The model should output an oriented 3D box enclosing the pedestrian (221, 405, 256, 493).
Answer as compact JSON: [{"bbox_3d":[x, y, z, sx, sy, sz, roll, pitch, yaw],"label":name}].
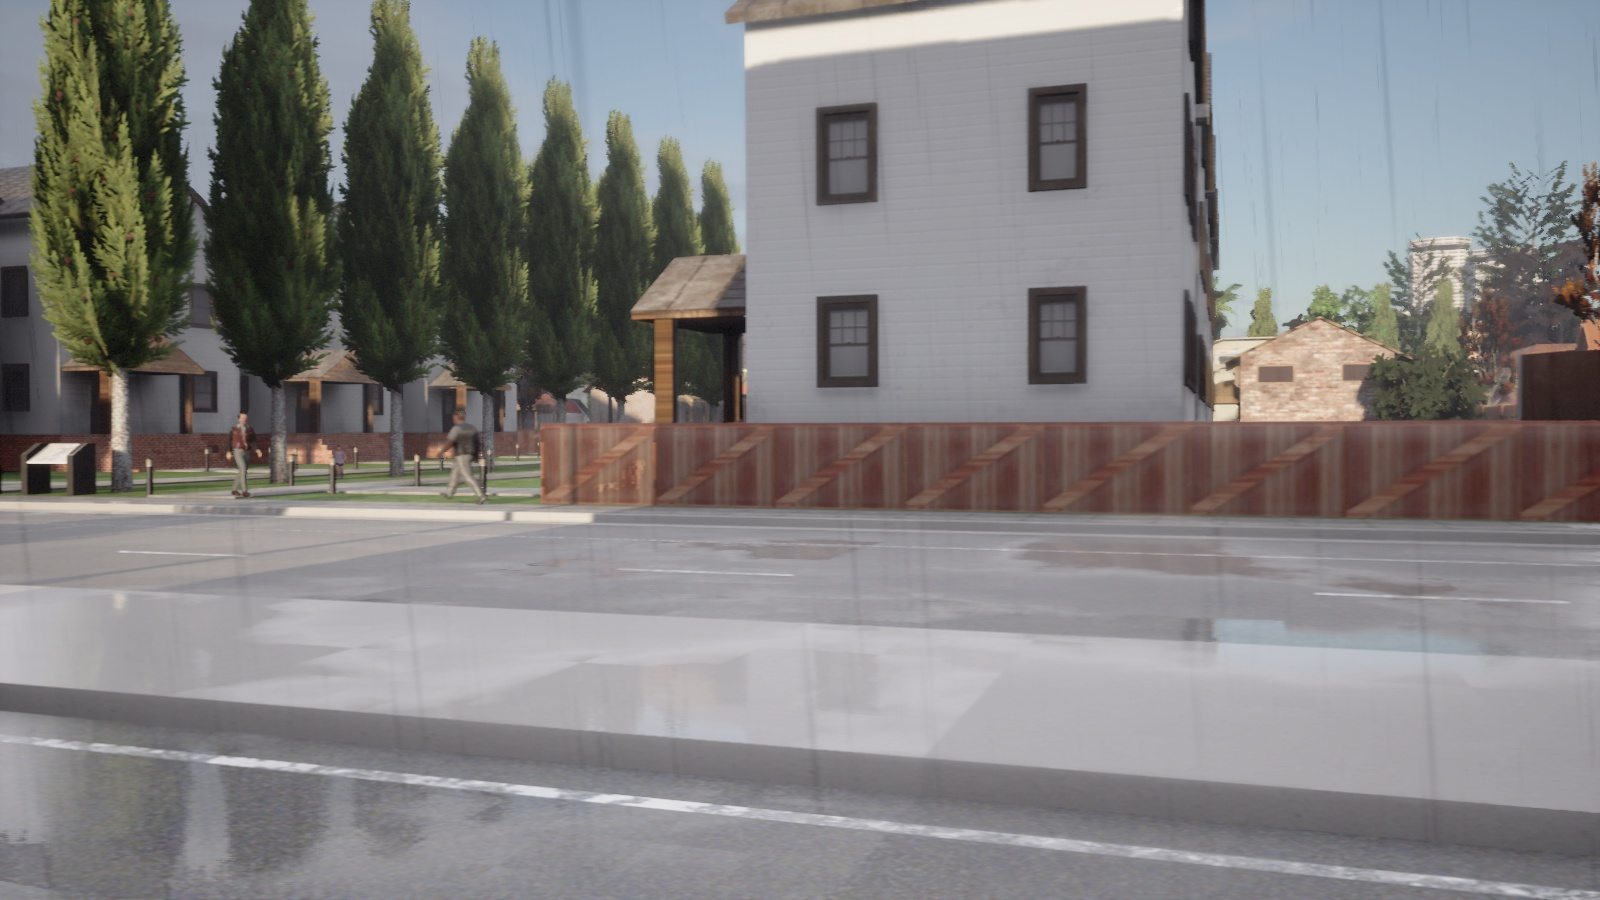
[{"bbox_3d":[-11.963,-0.028,26.751,0.720,1.854,0.376,1,1,39],"label":"pedestrian"}]

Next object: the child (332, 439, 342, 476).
[{"bbox_3d":[-13.845,0.215,37.542,0.255,1.110,0.394,0,1,-17],"label":"child"}]

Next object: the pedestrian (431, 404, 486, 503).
[{"bbox_3d":[-6.597,0.068,24.252,0.849,1.883,0.563,1,1,18],"label":"pedestrian"}]
